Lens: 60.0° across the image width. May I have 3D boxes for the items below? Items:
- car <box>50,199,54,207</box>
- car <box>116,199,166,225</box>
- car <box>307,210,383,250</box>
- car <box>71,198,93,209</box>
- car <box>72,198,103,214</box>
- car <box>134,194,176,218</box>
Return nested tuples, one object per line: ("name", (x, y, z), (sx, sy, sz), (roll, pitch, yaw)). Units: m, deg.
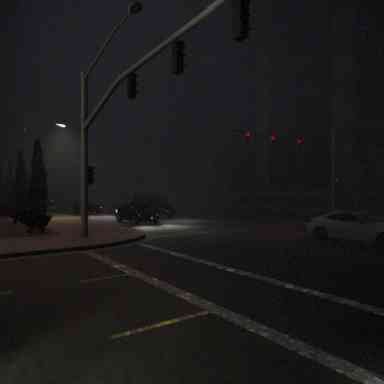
("car", (-23.514, 1.406, 53.011), (2.097, 1.767, 4.553), (0, 0, -35))
("car", (-4.174, 1.560, 25.122), (1.837, 1.490, 4.892), (0, 0, -35))
("car", (7.347, 1.551, 14.728), (1.812, 1.442, 4.674), (0, 0, -35))
("car", (-15.988, 1.581, 48.232), (1.812, 1.442, 4.674), (0, 0, -35))
("car", (-10.975, 1.656, 34.877), (1.895, 1.301, 4.718), (0, 0, -35))
("car", (-3.637, 1.272, 30.471), (2.150, 2.045, 5.566), (0, 1, -35))
